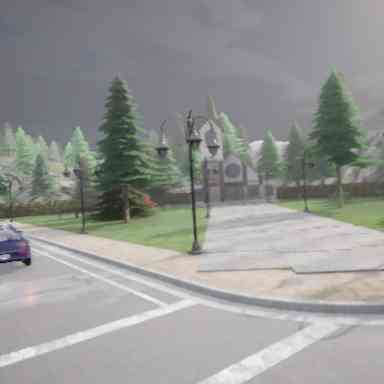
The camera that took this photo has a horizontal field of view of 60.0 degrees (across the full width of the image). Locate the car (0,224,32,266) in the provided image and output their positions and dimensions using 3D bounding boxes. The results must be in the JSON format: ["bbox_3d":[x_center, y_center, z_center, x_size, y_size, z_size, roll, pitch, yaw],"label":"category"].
[{"bbox_3d":[-7.197,1.930,12.160,1.812,1.442,4.674,-3,0,-37],"label":"car"}]
